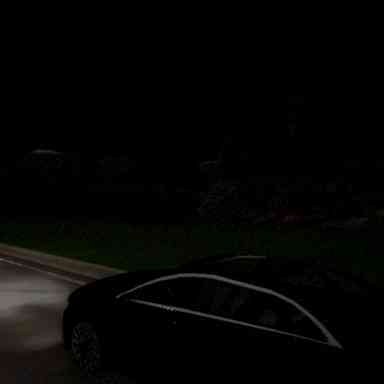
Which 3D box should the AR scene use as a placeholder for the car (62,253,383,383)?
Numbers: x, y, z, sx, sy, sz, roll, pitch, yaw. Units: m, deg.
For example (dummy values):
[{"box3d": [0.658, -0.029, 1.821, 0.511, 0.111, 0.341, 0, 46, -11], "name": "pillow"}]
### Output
[{"box3d": [0.391, 1.521, 3.970, 4.902, 1.511, 2.128, -1, -1, 37], "name": "car"}]
